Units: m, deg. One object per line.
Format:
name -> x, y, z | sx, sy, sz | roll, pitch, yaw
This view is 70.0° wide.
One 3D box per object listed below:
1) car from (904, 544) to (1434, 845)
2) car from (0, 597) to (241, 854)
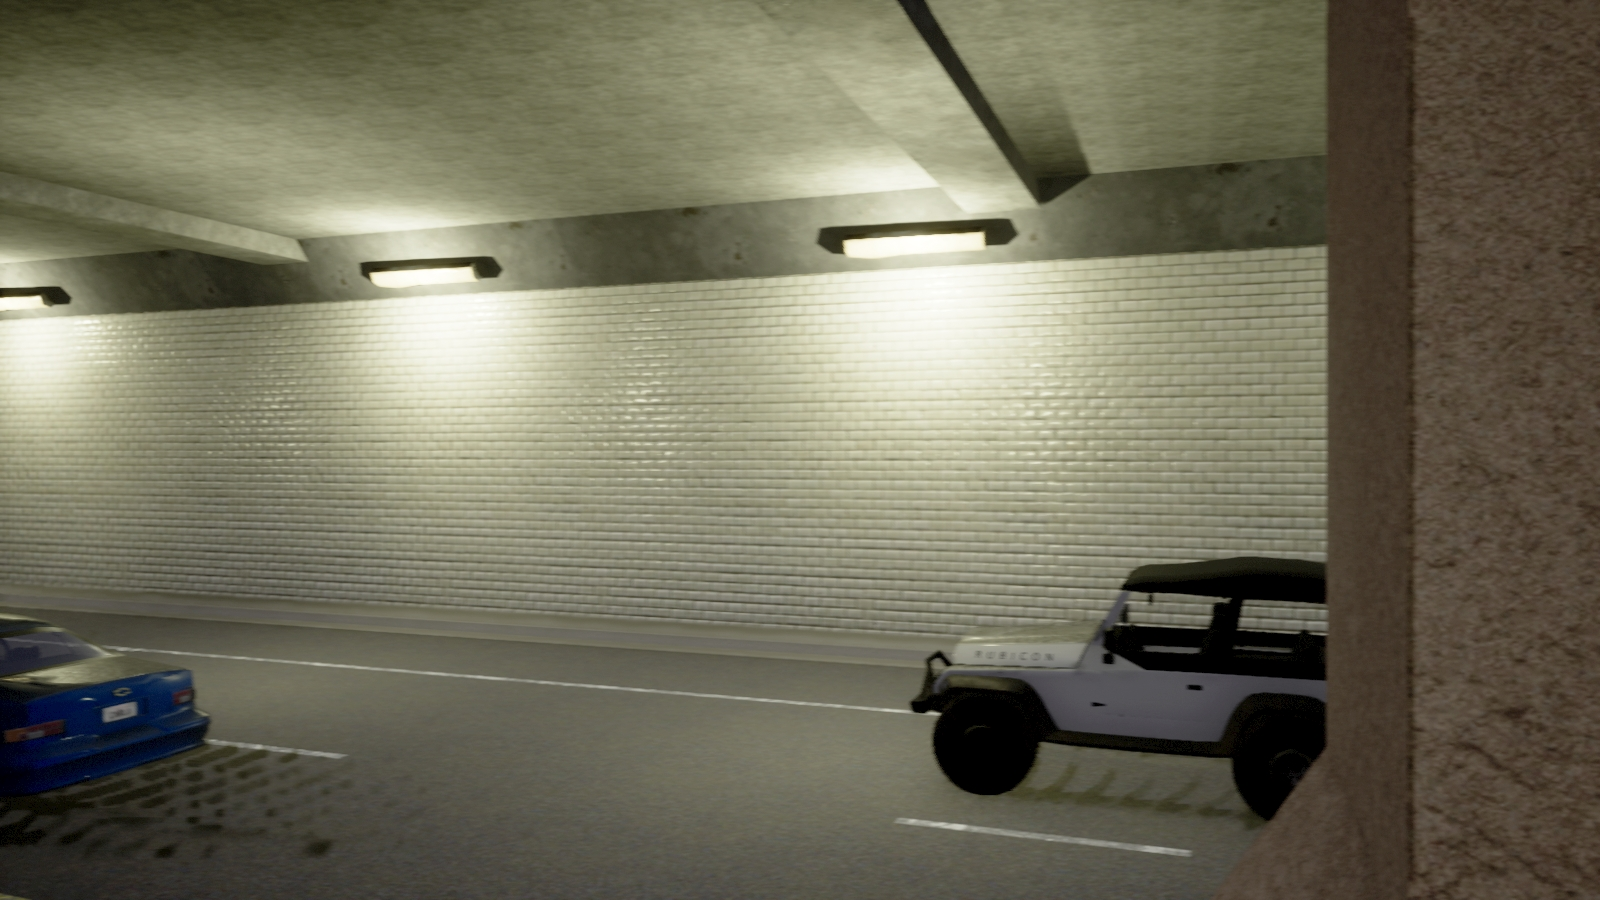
car -> 3.003, 1.857, 9.654 | 3.866, 1.878, 1.905 | 0, 0, 20
car -> -7.693, 2.106, 9.822 | 5.357, 1.411, 2.033 | 0, 0, 20
